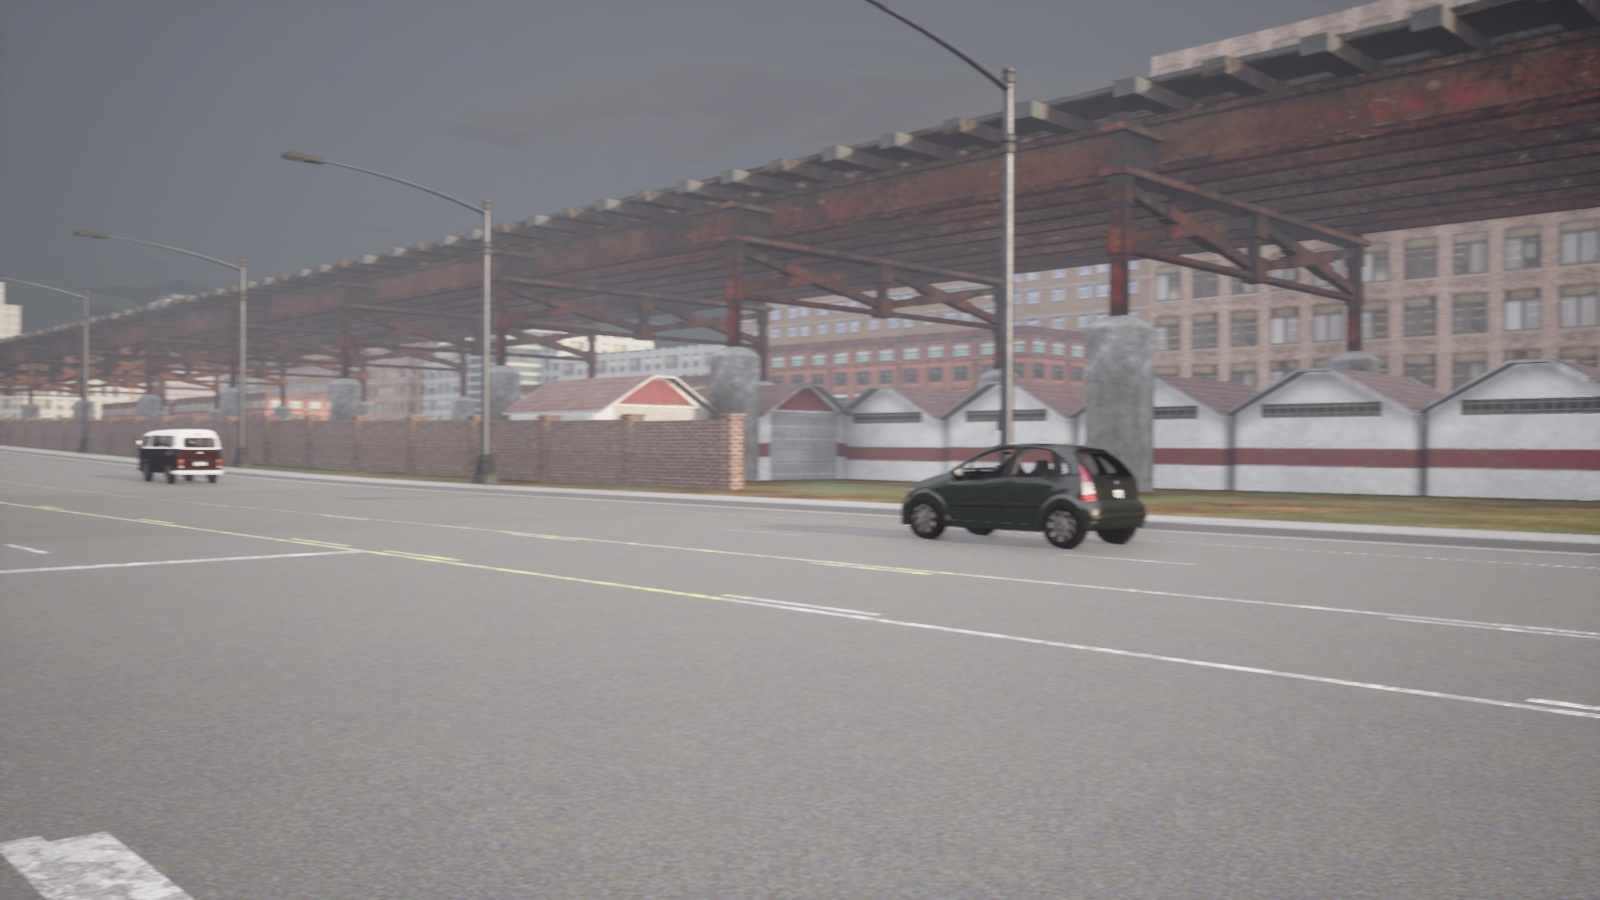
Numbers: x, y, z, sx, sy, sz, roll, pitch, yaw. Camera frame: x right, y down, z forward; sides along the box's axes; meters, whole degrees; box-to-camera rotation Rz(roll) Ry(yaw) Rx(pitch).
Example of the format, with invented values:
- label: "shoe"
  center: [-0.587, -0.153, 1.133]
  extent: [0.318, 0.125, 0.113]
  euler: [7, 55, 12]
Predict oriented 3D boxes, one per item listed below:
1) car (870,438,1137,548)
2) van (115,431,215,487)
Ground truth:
- label: "car"
  center: [3.269, 0.633, 20.652]
  extent: [3.988, 1.617, 1.851]
  euler: [0, 0, 45]
- label: "van"
  center: [-24.182, 0.301, 47.757]
  extent: [4.480, 2.038, 2.069]
  euler: [1, 1, 45]
